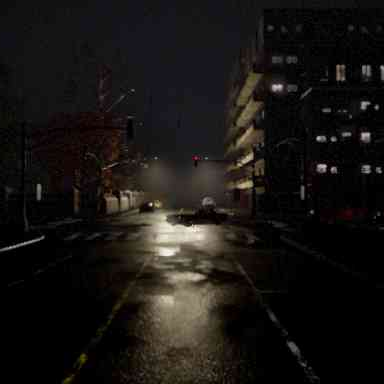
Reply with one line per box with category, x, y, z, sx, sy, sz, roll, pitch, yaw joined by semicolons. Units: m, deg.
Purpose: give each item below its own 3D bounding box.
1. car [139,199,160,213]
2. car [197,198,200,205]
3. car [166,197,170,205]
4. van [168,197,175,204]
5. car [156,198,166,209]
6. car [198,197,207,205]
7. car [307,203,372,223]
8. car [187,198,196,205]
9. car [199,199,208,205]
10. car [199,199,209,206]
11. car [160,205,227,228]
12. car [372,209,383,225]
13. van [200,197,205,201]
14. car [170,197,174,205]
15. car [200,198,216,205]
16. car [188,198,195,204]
car;-5.738;2.007;43.261;1.947;1.339;4.313;0;-1;0
car;2.615;2.129;65.792;1.967;1.590;4.097;0;-1;0
car;-5.758;1.941;60.154;2.192;1.841;5.009;0;-1;0
van;-5.800;2.359;93.932;1.690;1.788;3.998;0;-1;0
car;-5.751;2.087;54.352;1.752;1.417;4.829;0;-1;0
car;2.595;2.198;82.683;2.192;1.841;5.009;0;-1;0
car;13.431;1.908;30.962;5.009;1.841;2.192;1;-2;-1
car;-0.085;2.298;71.982;2.033;1.411;5.357;0;-1;0
car;2.601;2.362;77.050;1.887;1.381;4.507;0;-1;0
car;2.608;2.304;71.421;2.008;1.369;4.403;0;-1;0
car;0.326;1.845;24.321;4.718;1.301;1.895;1;-1;-41
car;18.381;1.870;28.408;5.566;2.045;2.150;1;-1;-1
van;2.630;1.904;54.534;1.690;1.788;3.998;0;-1;0
car;-5.779;2.258;77.042;1.967;1.590;4.097;0;-1;0
car;2.636;2.046;48.901;1.887;1.381;4.507;0;-1;0
car;-0.096;2.257;82.402;1.837;1.490;4.892;0;-1;0
